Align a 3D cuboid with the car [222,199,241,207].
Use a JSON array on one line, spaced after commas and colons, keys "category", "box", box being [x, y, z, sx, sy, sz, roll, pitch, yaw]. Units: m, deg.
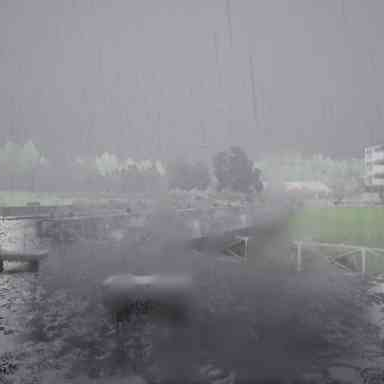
[{"category": "car", "box": [5.685, 1.595, 44.577, 1.895, 1.301, 4.718, 0, 0, 36]}]
